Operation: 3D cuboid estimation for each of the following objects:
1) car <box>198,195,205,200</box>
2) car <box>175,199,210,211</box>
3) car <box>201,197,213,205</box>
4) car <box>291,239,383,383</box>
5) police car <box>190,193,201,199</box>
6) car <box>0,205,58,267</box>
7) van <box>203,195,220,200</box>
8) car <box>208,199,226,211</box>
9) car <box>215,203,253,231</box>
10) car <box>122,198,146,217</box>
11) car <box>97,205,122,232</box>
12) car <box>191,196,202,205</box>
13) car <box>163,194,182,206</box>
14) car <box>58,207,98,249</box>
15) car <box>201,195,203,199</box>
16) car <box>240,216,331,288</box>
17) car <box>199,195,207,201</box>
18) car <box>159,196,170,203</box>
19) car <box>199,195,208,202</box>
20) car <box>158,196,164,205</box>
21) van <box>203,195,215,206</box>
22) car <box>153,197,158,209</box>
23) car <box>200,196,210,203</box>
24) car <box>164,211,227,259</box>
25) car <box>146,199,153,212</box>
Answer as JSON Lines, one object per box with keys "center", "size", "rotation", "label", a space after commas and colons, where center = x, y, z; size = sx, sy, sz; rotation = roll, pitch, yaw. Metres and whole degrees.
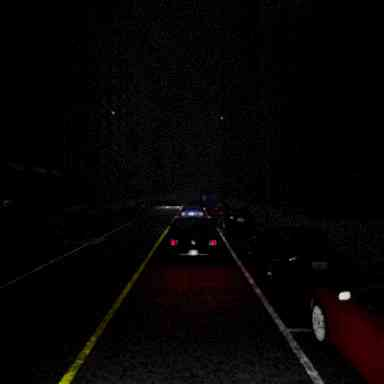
{"center": [2.680, 1.480, 93.406], "size": [1.887, 1.381, 4.507], "rotation": [1, 0, 0], "label": "car"}
{"center": [0.040, 1.551, 25.377], "size": [2.033, 1.411, 5.357], "rotation": [0, 0, 1], "label": "car"}
{"center": [2.678, 1.534, 59.658], "size": [2.008, 1.369, 4.403], "rotation": [1, 0, 0], "label": "car"}
{"center": [2.675, 1.546, 3.410], "size": [1.887, 1.381, 4.507], "rotation": [1, 0, 0], "label": "car"}
{"center": [0.755, 1.419, 49.314], "size": [1.930, 1.638, 5.238], "rotation": [0, 0, -3], "label": "police car"}
{"center": [-5.848, 1.317, 9.033], "size": [2.192, 1.841, 5.009], "rotation": [1, 0, 0], "label": "car"}
{"center": [2.679, 1.338, 42.783], "size": [1.690, 1.788, 3.998], "rotation": [1, 0, 0], "label": "van"}
{"center": [2.676, 1.584, 31.534], "size": [1.802, 1.307, 4.206], "rotation": [1, 0, 0], "label": "car"}
{"center": [2.675, 1.569, 20.284], "size": [1.947, 1.339, 4.313], "rotation": [1, 0, 0], "label": "car"}
{"center": [-5.849, 1.547, 31.531], "size": [1.887, 1.381, 4.507], "rotation": [1, 0, 0], "label": "car"}
{"center": [-5.850, 1.569, 20.281], "size": [1.947, 1.339, 4.313], "rotation": [1, 0, 0], "label": "car"}
{"center": [0.745, 1.462, 59.241], "size": [1.882, 1.535, 5.008], "rotation": [0, 0, 0], "label": "car"}
{"center": [-3.066, 1.515, 52.918], "size": [1.812, 1.442, 4.674], "rotation": [0, 0, 0], "label": "car"}
{"center": [-5.850, 1.568, 14.657], "size": [1.947, 1.339, 4.313], "rotation": [1, 0, 0], "label": "car"}
{"center": [2.679, 1.434, 48.408], "size": [1.967, 1.590, 4.097], "rotation": [1, 0, 0], "label": "car"}
{"center": [2.675, 1.568, 9.035], "size": [1.947, 1.339, 4.313], "rotation": [1, 0, 0], "label": "car"}
{"center": [2.680, 1.500, 82.156], "size": [1.887, 1.381, 4.507], "rotation": [1, 0, 0], "label": "car"}
{"center": [-5.846, 1.522, 70.902], "size": [2.008, 1.369, 4.403], "rotation": [1, 0, 0], "label": "car"}
{"center": [2.679, 1.508, 76.532], "size": [1.887, 1.381, 4.507], "rotation": [1, 0, 0], "label": "car"}
{"center": [-5.847, 1.528, 59.654], "size": [1.887, 1.381, 4.507], "rotation": [1, 0, 0], "label": "car"}
{"center": [2.680, 1.330, 54.033], "size": [1.690, 1.788, 3.998], "rotation": [1, 0, 0], "label": "van"}
{"center": [-5.848, 1.542, 42.780], "size": [1.887, 1.381, 4.507], "rotation": [1, 0, 0], "label": "car"}
{"center": [2.679, 1.522, 70.907], "size": [2.008, 1.369, 4.403], "rotation": [1, 0, 0], "label": "car"}
{"center": [0.061, 1.603, 12.613], "size": [1.895, 1.301, 4.718], "rotation": [0, 0, 0], "label": "car"}
{"center": [-5.848, 1.440, 37.155], "size": [1.967, 1.590, 4.097], "rotation": [1, 0, 0], "label": "car"}
